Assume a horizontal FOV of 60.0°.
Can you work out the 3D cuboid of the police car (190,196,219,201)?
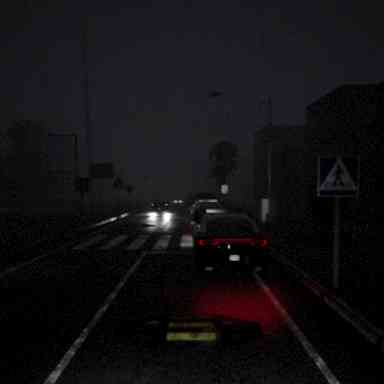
[{"bbox_3d":[0.982,1.241,20.206,1.930,1.638,5.238,0,0,0],"label":"police car"}]

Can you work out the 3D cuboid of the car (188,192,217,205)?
[{"bbox_3d":[0.991,1.027,26.129,2.150,2.045,5.566,0,0,0],"label":"car"}]

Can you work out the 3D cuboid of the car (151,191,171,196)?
[{"bbox_3d":[-8.704,1.114,90.587,4.892,1.521,2.231,0,0,0],"label":"car"}]

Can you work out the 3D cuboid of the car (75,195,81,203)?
[{"bbox_3d":[-21.886,1.177,56.222,5.008,1.535,2.097,0,0,0],"label":"car"}]

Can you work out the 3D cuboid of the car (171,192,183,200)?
[{"bbox_3d":[-3.137,1.001,77.464,2.128,1.511,4.902,0,0,0],"label":"car"}]

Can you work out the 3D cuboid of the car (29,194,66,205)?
[{"bbox_3d":[-21.894,1.232,49.673,4.674,1.452,2.002,0,0,0],"label":"car"}]

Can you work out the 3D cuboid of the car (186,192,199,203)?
[{"bbox_3d":[0.082,0.935,60.876,2.150,2.045,5.566,0,0,0],"label":"car"}]

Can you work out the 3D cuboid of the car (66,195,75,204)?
[{"bbox_3d":[-21.883,1.186,52.949,4.892,1.521,2.231,0,0,0],"label":"car"}]

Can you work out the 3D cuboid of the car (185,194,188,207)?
[{"bbox_3d":[0.065,1.257,46.993,1.837,1.490,4.892,0,0,0],"label":"car"}]

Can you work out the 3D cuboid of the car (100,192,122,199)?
[{"bbox_3d":[-21.791,1.110,87.856,5.008,1.535,2.097,0,0,0],"label":"car"}]

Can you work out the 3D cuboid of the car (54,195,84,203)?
[{"bbox_3d":[-21.869,1.210,59.371,4.674,1.452,2.002,0,0,0],"label":"car"}]

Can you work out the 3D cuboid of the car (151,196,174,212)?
[{"bbox_3d":[-3.313,1.380,35.987,1.895,1.301,4.718,0,0,0],"label":"car"}]

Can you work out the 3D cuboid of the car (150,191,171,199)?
[{"bbox_3d":[-8.732,0.867,93.388,5.566,2.045,2.435,0,0,0],"label":"car"}]

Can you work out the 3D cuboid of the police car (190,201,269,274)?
[{"bbox_3d":[0.973,1.279,10.195,1.930,1.638,5.238,0,0,0],"label":"police car"}]
